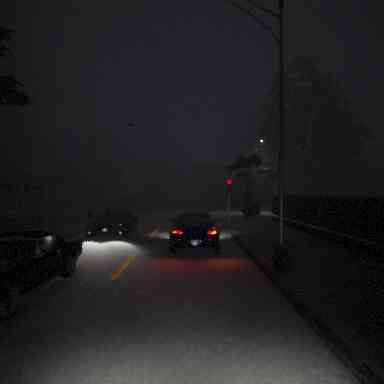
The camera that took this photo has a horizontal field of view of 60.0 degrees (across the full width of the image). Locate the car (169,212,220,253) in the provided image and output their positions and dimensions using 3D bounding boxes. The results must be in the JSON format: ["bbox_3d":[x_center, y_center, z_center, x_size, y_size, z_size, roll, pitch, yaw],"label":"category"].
[{"bbox_3d":[0.096,1.516,13.459,1.812,1.442,4.674,0,0,0],"label":"car"}]

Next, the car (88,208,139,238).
[{"bbox_3d":[-4.004,1.551,17.269,1.994,1.385,4.181,0,0,0],"label":"car"}]

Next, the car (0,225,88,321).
[{"bbox_3d":[-4.082,1.596,7.391,1.895,1.301,4.718,0,0,0],"label":"car"}]
